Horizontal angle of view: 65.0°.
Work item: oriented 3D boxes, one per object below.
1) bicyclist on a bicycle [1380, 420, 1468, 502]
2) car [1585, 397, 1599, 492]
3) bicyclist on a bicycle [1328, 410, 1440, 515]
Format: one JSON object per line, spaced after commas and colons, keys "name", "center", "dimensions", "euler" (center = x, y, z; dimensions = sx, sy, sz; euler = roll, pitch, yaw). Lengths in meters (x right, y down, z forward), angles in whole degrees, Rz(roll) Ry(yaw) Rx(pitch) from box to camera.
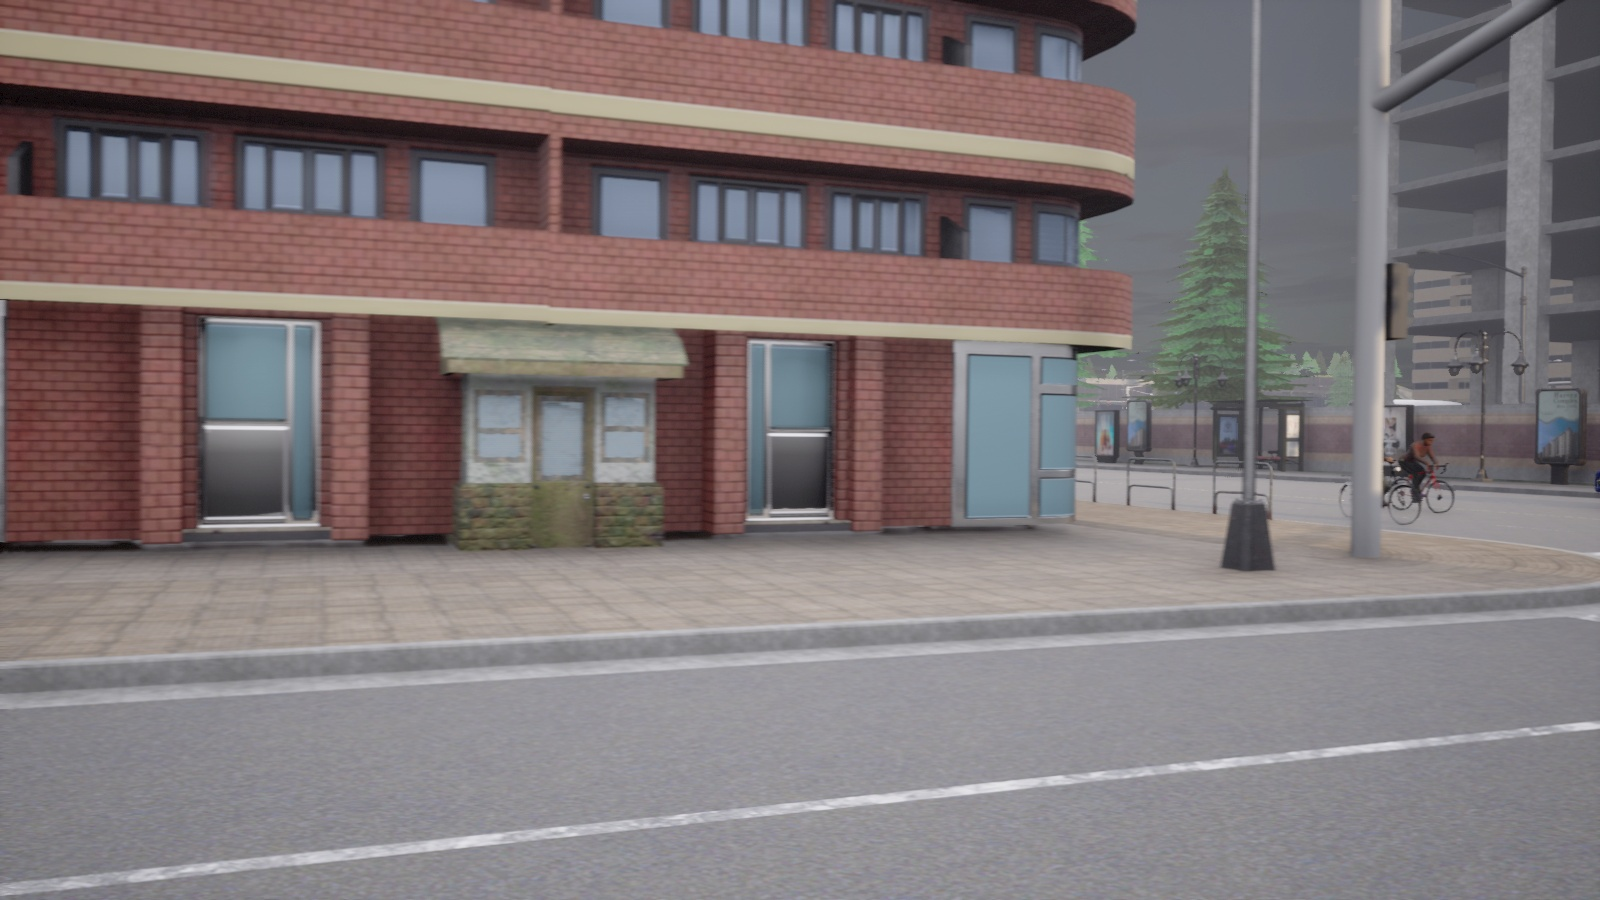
{"name": "bicyclist on a bicycle", "center": [12.713, 0.196, 25.640], "dimensions": [0.582, 1.620, 1.656], "euler": [-1, 1, -21]}
{"name": "car", "center": [19.484, -0.110, 25.552], "dimensions": [2.150, 2.045, 5.566], "euler": [-1, 1, -33]}
{"name": "bicyclist on a bicycle", "center": [10.291, 0.196, 22.199], "dimensions": [0.659, 1.776, 1.843], "euler": [-1, 1, -21]}
